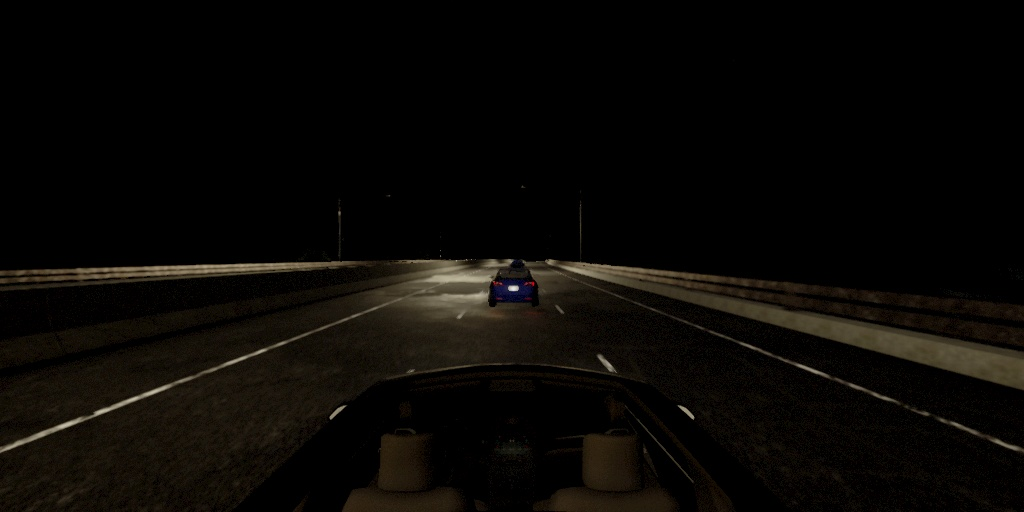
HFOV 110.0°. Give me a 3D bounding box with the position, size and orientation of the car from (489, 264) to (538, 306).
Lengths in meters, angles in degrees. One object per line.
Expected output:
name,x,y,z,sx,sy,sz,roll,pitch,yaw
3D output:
car,0.080,1.260,15.819,2.163,1.488,4.792,0,0,0

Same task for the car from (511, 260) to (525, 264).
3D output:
car,0.531,1.348,40.447,1.812,1.442,4.674,0,0,1
